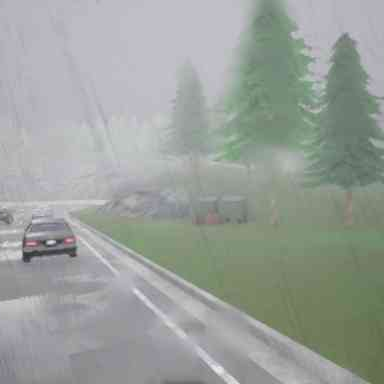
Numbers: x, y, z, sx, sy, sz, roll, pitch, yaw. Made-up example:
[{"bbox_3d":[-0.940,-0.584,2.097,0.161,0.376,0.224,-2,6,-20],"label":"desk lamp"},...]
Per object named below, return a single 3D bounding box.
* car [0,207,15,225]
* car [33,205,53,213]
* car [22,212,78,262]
[{"bbox_3d":[-17.214,2.136,29.845,1.837,1.490,4.892,-2,0,-24],"label":"car"},{"bbox_3d":[-15.763,2.104,35.164,1.812,1.442,4.674,-2,0,-24],"label":"car"},{"bbox_3d":[-5.731,1.758,13.327,2.033,1.411,5.357,-2,0,-25],"label":"car"}]
